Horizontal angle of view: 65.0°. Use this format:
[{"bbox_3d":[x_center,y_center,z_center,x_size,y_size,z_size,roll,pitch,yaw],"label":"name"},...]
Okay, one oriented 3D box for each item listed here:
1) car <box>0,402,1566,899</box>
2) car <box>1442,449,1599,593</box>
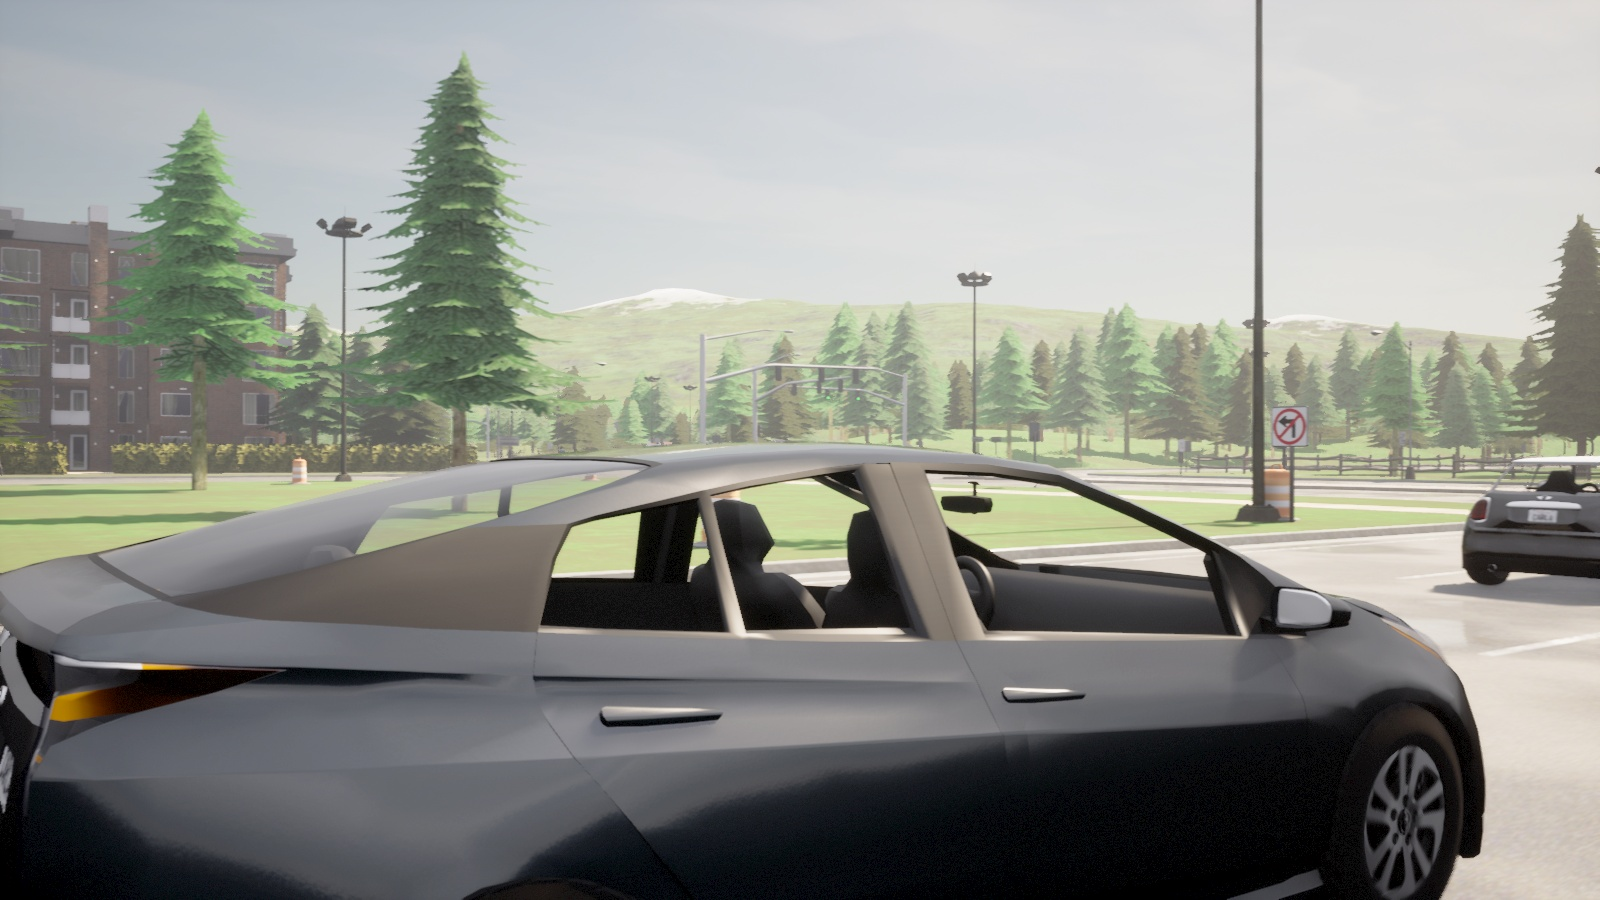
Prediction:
[{"bbox_3d":[0.150,0.701,3.763,4.514,1.525,2.007,0,0,-35],"label":"car"},{"bbox_3d":[9.371,0.726,14.445,3.806,1.475,1.970,0,0,-35],"label":"car"}]
